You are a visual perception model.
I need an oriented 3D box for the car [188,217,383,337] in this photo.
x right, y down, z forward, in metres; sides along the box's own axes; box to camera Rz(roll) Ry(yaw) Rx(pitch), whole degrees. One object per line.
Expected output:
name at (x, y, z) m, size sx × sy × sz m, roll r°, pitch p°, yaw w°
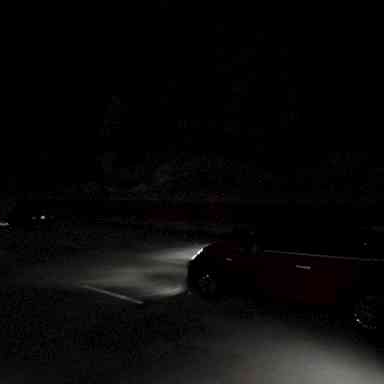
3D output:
car at (2.099, 1.384, 6.949) m, size 4.553 × 1.767 × 2.097 m, roll 0°, pitch 0°, yaw 36°

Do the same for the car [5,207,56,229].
car at (-11.454, 1.731, 23.468) m, size 2.033 × 1.411 × 5.357 m, roll 0°, pitch 0°, yaw -44°

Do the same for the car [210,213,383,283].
car at (3.134, 1.554, 10.536) m, size 4.892 × 1.490 × 1.837 m, roll 0°, pitch 0°, yaw 37°
